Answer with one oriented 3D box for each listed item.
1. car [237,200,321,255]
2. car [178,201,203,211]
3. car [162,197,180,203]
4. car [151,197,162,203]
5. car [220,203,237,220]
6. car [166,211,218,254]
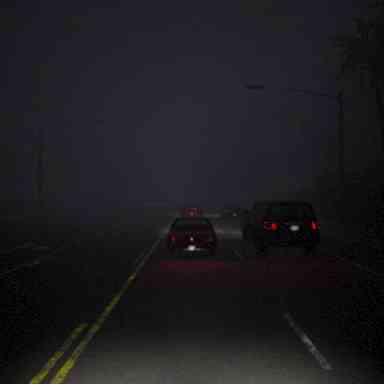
[{"bbox_3d":[3.496,1.327,14.002,2.150,2.045,5.566,0,0,0],"label":"car"},{"bbox_3d":[-0.003,1.630,29.486,1.882,1.535,5.008,0,0,0],"label":"car"},{"bbox_3d":[-4.390,1.727,74.462,1.895,1.301,4.718,0,0,17],"label":"car"},{"bbox_3d":[-7.590,1.752,75.936,1.895,1.301,4.718,0,0,17],"label":"car"},{"bbox_3d":[3.496,1.673,29.397,1.812,1.442,4.674,0,0,0],"label":"car"},{"bbox_3d":[-0.003,1.717,14.117,1.895,1.301,4.718,0,0,0],"label":"car"}]
